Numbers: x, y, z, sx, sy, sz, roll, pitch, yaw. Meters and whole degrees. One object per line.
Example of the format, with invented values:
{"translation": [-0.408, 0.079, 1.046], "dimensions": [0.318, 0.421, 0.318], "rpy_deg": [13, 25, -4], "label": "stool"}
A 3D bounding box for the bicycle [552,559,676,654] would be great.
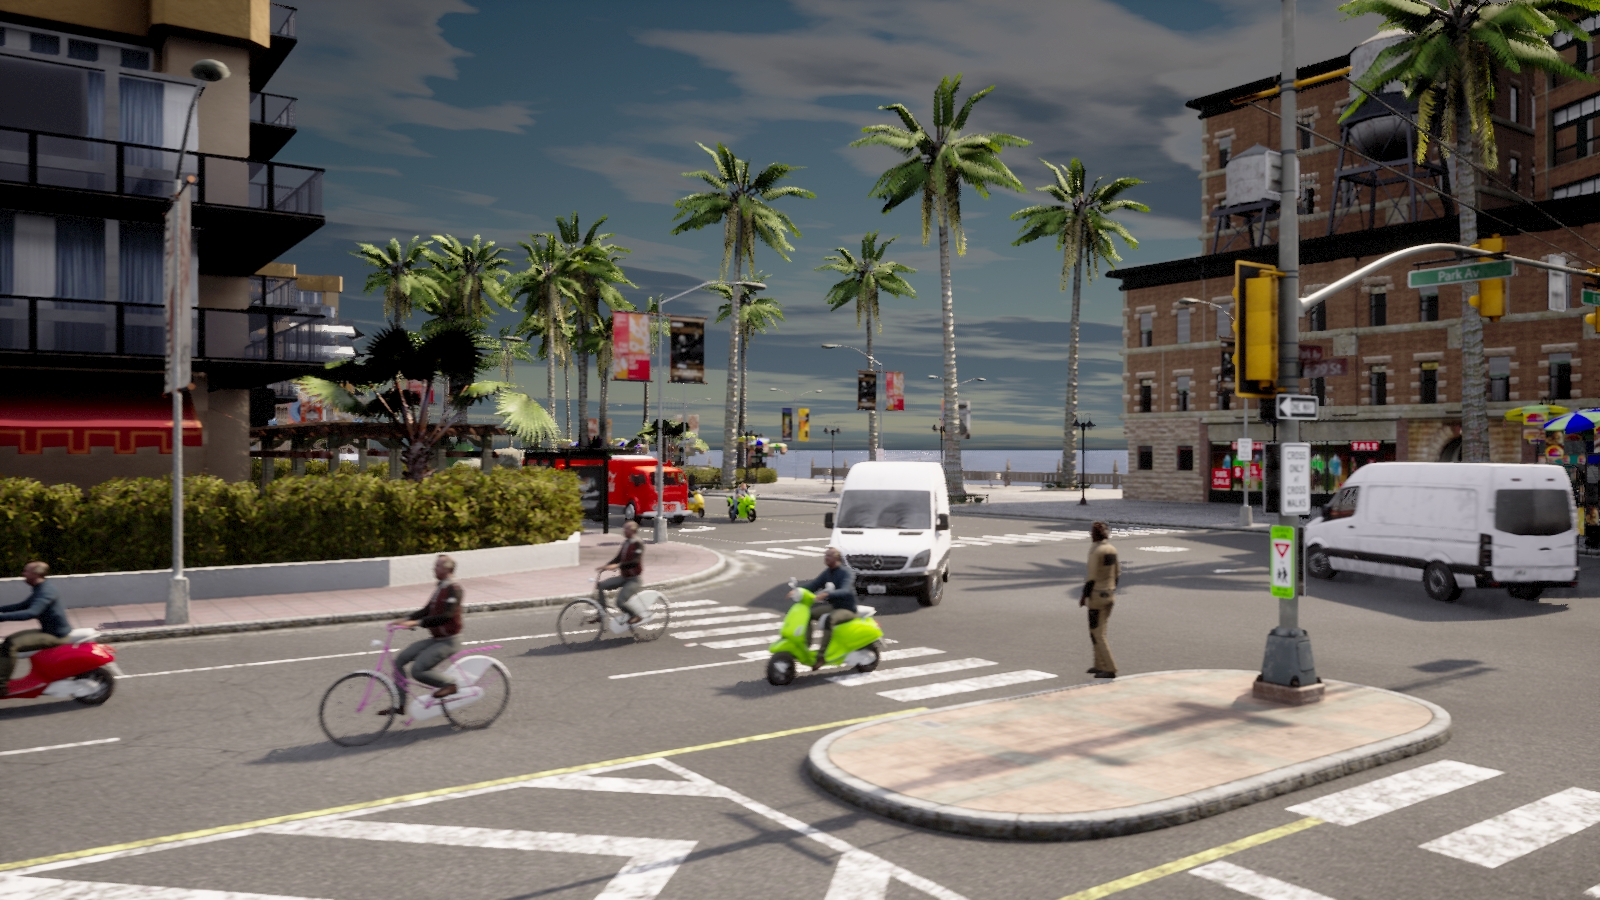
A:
{"translation": [-2.637, 2.210, 16.347], "dimensions": [1.835, 1.171, 0.329], "rpy_deg": [0, 0, -40], "label": "bicycle"}

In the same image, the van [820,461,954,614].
{"translation": [1.880, 1.534, 22.650], "dimensions": [1.988, 2.561, 5.915], "rpy_deg": [0, 0, 11], "label": "van"}

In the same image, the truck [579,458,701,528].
{"translation": [-6.236, 1.565, 44.013], "dimensions": [2.627, 2.467, 5.204], "rpy_deg": [0, 0, -34], "label": "truck"}

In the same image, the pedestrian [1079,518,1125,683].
{"translation": [3.534, 1.747, 13.374], "dimensions": [0.375, 1.860, 0.375], "rpy_deg": [0, 0, -38], "label": "pedestrian"}

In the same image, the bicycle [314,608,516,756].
{"translation": [-3.703, 2.210, 11.090], "dimensions": [1.835, 1.171, 0.329], "rpy_deg": [0, 0, -36], "label": "bicycle"}

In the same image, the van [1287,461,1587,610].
{"translation": [12.466, 1.533, 22.995], "dimensions": [1.988, 2.561, 5.915], "rpy_deg": [1, 0, -9], "label": "van"}
